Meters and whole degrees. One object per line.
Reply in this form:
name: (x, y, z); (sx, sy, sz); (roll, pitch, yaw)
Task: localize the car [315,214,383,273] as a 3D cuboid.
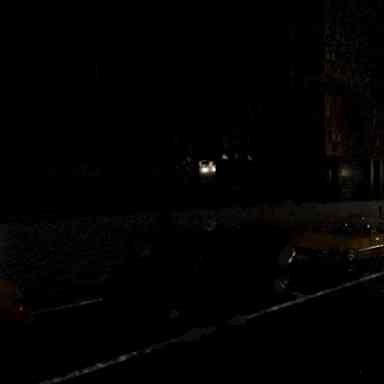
car: (4.833, 1.381, 10.136); (4.829, 1.417, 1.752); (-1, 1, -36)

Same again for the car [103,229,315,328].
car: (0.362, 1.503, 6.923); (4.313, 1.339, 1.947); (-1, 1, -36)

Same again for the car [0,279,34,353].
car: (-4.386, 1.549, 3.510); (4.829, 1.417, 1.752); (-1, 1, -36)
